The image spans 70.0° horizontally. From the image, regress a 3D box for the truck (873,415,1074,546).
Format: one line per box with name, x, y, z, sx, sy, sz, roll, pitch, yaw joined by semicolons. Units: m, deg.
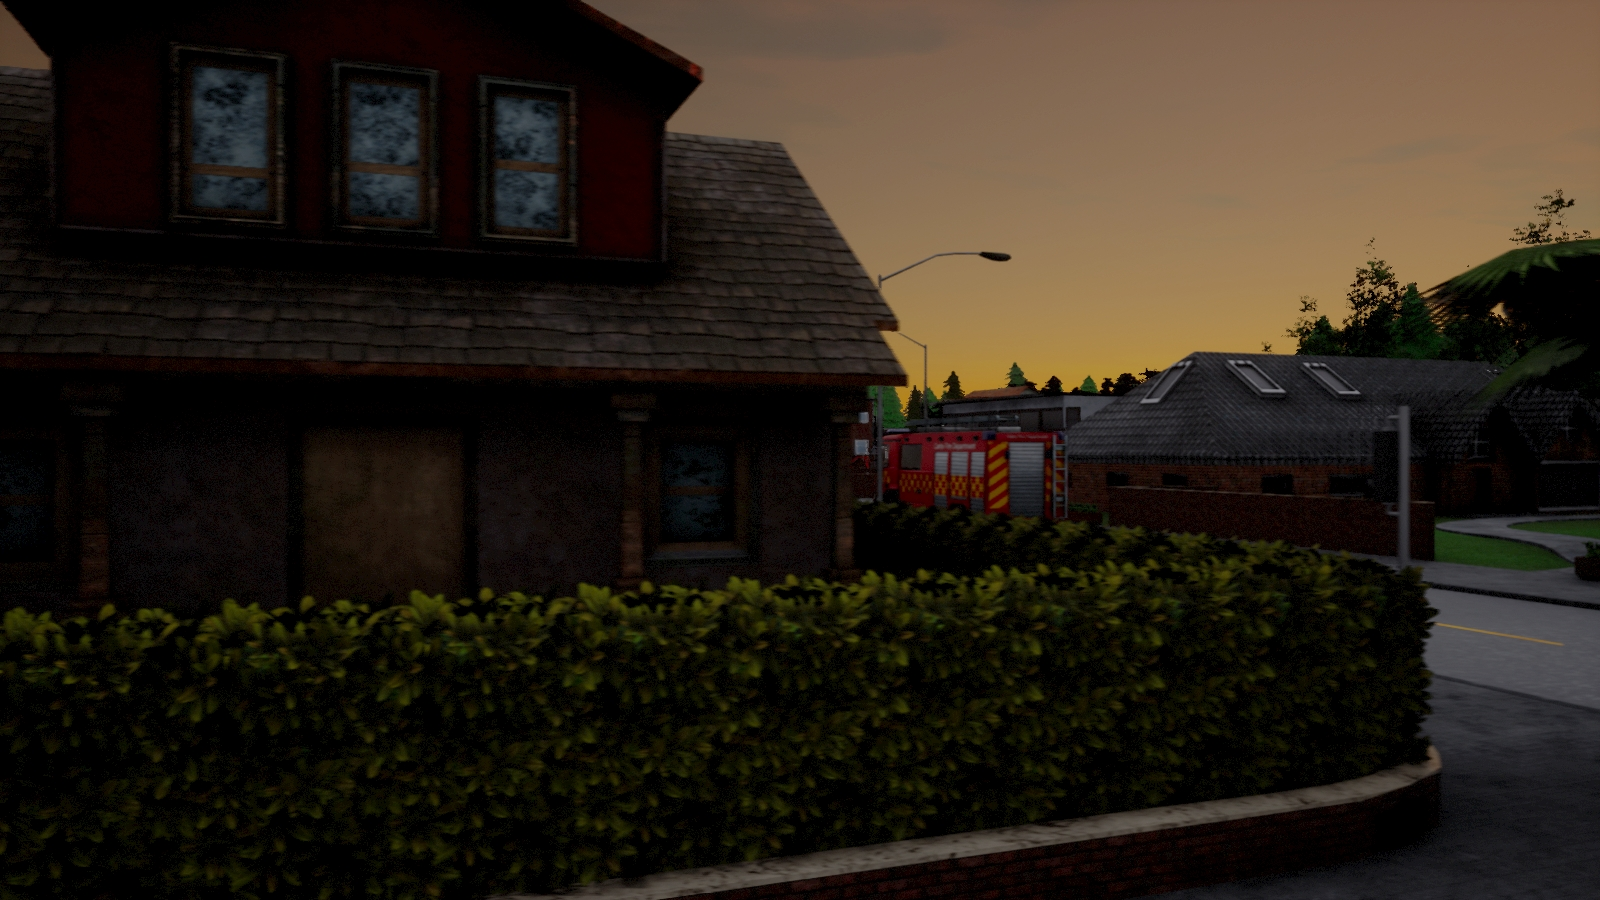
truck;5.429;0.893;37.782;2.891;3.827;8.468;0;0;-20
